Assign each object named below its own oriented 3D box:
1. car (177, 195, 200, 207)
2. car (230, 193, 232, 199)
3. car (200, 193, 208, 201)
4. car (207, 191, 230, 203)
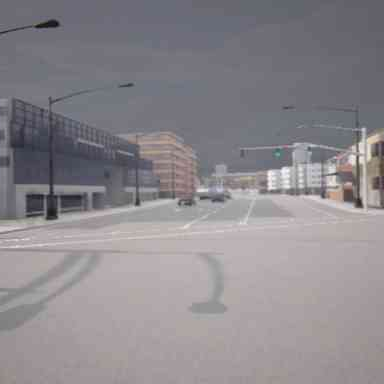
[{"bbox_3d":[-0.705,1.249,46.513,2.128,1.511,4.902,-1,1,12],"label":"car"},{"bbox_3d":[6.254,0.553,62.682,2.097,1.767,4.553,-1,1,12],"label":"car"},{"bbox_3d":[2.611,0.896,62.237,1.895,1.301,4.718,-1,1,12],"label":"car"},{"bbox_3d":[4.347,0.998,53.533,2.033,1.411,5.357,-1,2,12],"label":"car"}]
